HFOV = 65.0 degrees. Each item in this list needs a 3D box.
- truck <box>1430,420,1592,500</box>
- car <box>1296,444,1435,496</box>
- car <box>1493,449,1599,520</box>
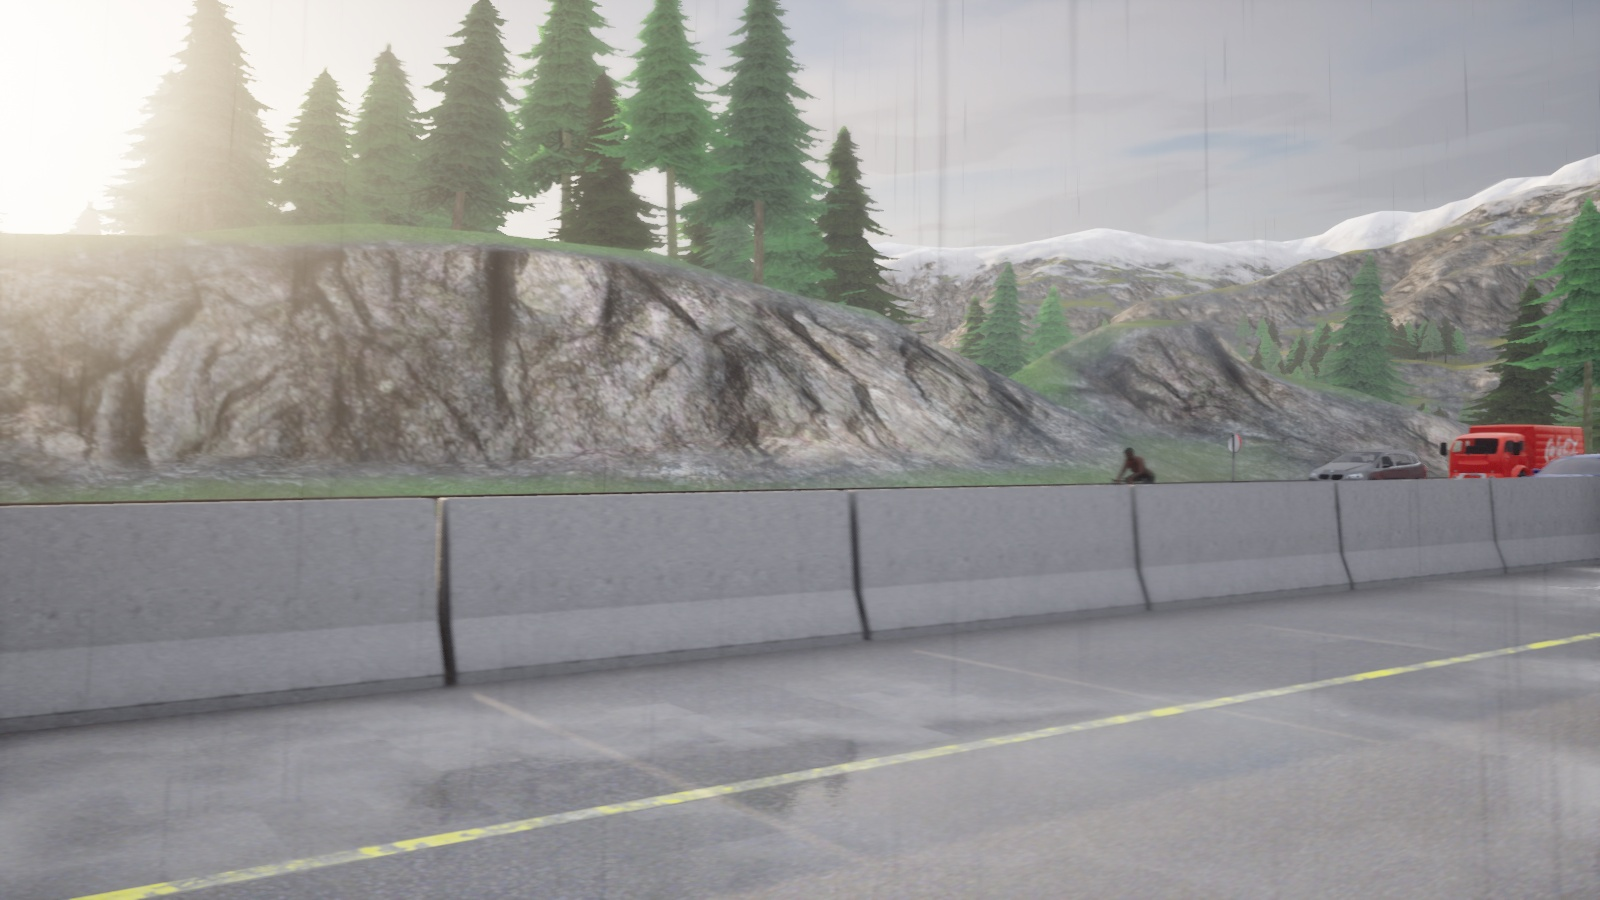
[{"bbox_3d":[23.372,0.313,41.249,5.204,2.467,2.627,0,0,-35],"label":"truck"},{"bbox_3d":[19.209,0.654,42.615,4.611,1.667,2.242,0,0,-35],"label":"car"},{"bbox_3d":[18.373,0.755,29.240,5.008,1.535,1.882,0,0,-35],"label":"car"}]
